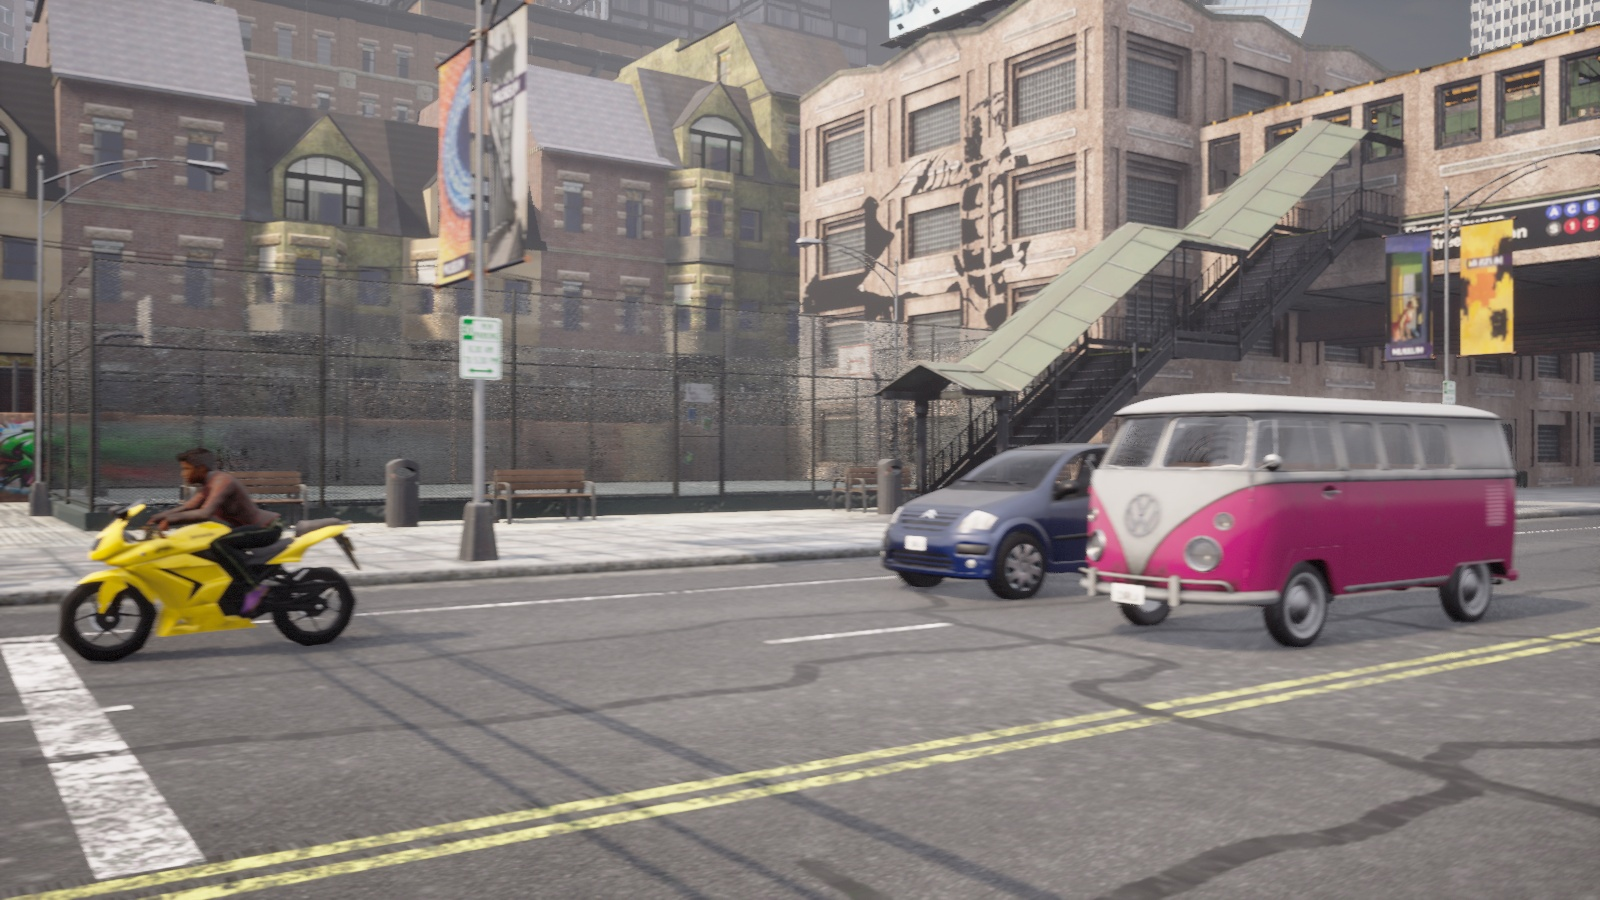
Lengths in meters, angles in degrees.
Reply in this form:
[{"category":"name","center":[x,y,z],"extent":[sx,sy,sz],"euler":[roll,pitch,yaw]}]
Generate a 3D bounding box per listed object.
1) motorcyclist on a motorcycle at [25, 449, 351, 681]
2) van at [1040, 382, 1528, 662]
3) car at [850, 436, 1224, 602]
[{"category":"motorcyclist on a motorcycle","center":[-4.425,0.759,9.137],"extent":[2.044,1.523,0.797],"euler":[0,-1,-34]},{"category":"van","center":[4.317,0.515,10.932],"extent":[4.442,1.987,1.775],"euler":[0,0,-35]},{"category":"car","center":[2.715,0.672,14.080],"extent":[3.988,1.617,1.851],"euler":[0,0,-35]}]
